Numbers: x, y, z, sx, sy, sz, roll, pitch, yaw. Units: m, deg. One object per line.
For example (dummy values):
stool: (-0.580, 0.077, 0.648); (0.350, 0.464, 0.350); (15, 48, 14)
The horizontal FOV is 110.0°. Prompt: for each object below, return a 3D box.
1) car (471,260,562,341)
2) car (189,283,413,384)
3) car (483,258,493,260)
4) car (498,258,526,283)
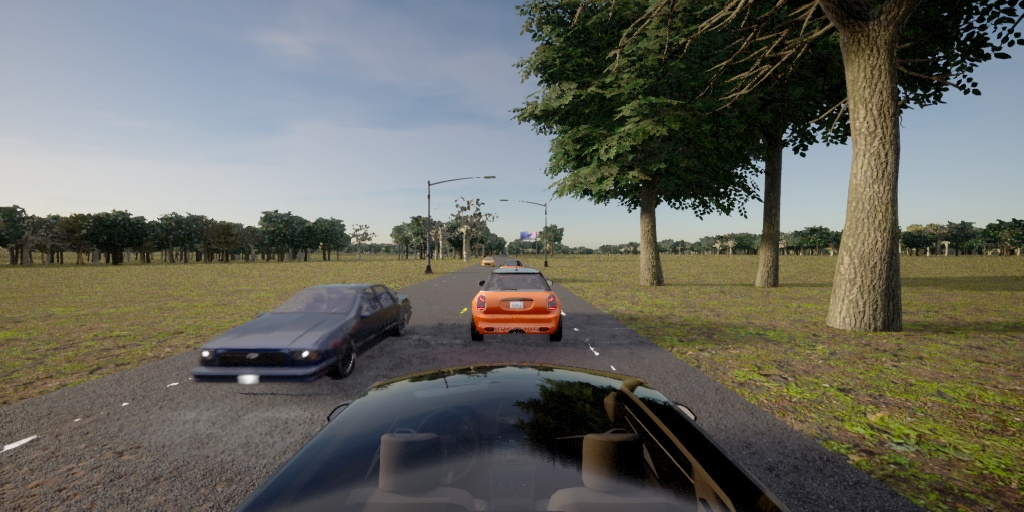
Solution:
car: (0.105, 1.098, 10.016); (2.097, 1.767, 4.553); (0, 0, 0)
car: (-3.593, 1.295, 7.551); (2.033, 1.411, 5.357); (0, 0, 0)
car: (-3.817, 1.012, 57.685); (1.882, 1.535, 5.008); (0, 0, 0)
car: (0.060, 1.078, 28.858); (2.097, 1.767, 4.553); (0, 0, 1)
